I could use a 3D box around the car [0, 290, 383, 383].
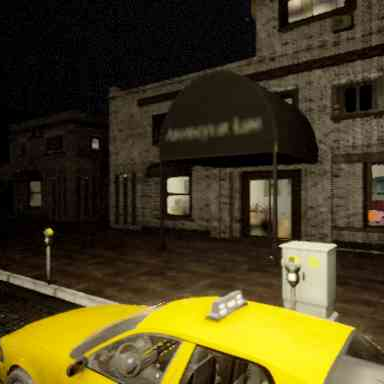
[{"bbox_3d":[0.067,1.525,2.830,4.829,1.417,1.752,0,0,35],"label":"car"}]
